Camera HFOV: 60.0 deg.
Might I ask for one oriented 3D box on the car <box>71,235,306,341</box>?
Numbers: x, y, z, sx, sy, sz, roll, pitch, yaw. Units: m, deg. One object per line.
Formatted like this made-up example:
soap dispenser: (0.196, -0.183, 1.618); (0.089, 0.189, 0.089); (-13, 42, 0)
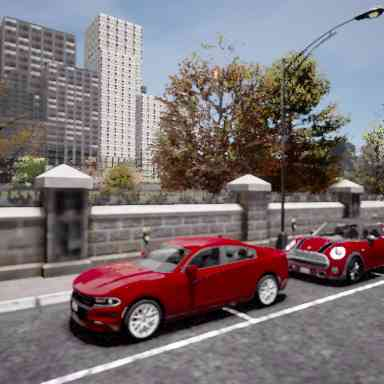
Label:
car: (-0.014, 1.581, 6.550); (4.507, 1.381, 1.887); (1, 0, -36)

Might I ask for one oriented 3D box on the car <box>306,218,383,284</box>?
car: (4.568, 1.535, 9.820); (4.097, 1.590, 1.967); (1, 0, -36)
